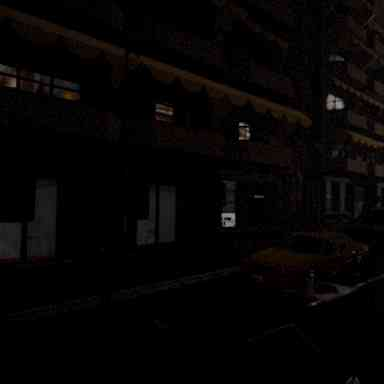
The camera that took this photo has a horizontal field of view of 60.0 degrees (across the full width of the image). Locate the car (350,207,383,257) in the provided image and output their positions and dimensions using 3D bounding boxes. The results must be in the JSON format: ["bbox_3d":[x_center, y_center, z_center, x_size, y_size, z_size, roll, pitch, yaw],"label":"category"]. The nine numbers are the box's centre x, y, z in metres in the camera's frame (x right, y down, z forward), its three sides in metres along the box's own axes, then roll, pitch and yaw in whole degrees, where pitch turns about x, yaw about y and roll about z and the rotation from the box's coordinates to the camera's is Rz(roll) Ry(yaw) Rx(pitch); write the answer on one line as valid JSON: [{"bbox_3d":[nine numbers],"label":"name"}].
[{"bbox_3d":[7.636,1.556,13.043,5.009,1.841,2.192,1,0,-41],"label":"car"}]

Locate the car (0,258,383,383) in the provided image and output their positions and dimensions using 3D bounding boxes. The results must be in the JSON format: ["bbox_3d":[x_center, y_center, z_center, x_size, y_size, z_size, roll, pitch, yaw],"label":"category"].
[{"bbox_3d":[-0.165,1.661,2.859,4.718,1.301,1.895,1,-1,-41],"label":"car"}]

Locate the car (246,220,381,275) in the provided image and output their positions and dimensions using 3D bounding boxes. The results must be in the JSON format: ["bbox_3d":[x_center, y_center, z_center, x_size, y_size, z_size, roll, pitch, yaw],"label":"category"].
[{"bbox_3d":[3.337,1.702,9.295,4.829,1.417,1.752,1,0,-41],"label":"car"}]
